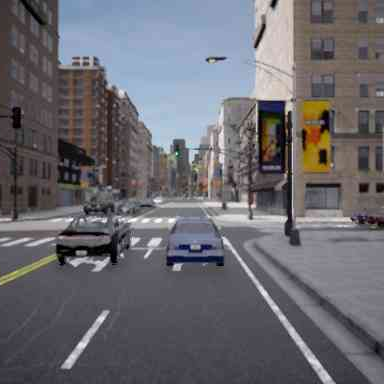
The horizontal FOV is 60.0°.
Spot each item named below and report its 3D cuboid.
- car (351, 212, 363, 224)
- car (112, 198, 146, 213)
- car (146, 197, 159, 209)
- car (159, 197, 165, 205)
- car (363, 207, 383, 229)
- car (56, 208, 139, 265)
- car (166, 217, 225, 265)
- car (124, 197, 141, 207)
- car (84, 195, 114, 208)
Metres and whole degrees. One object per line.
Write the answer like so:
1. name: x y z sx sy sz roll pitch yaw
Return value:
1. car: 13.735 1.699 23.209 4.718 1.301 1.895 0 -1 0
2. car: -6.601 1.613 35.210 2.128 1.511 4.902 0 0 0
3. car: -6.582 1.724 49.992 2.033 1.411 5.357 0 0 0
4. car: -6.514 1.776 66.104 1.812 1.442 4.674 0 1 0
5. car: 13.345 1.639 20.114 4.718 1.301 1.895 0 -1 1
6. car: -3.316 1.535 11.910 2.128 1.511 4.902 0 0 -4
7. car: 0.098 1.590 11.759 2.033 1.411 5.357 0 0 0
8. car: -9.800 1.675 54.986 1.882 1.535 5.008 0 0 1
9. car: -9.847 1.344 35.975 2.150 2.045 5.566 0 0 0
